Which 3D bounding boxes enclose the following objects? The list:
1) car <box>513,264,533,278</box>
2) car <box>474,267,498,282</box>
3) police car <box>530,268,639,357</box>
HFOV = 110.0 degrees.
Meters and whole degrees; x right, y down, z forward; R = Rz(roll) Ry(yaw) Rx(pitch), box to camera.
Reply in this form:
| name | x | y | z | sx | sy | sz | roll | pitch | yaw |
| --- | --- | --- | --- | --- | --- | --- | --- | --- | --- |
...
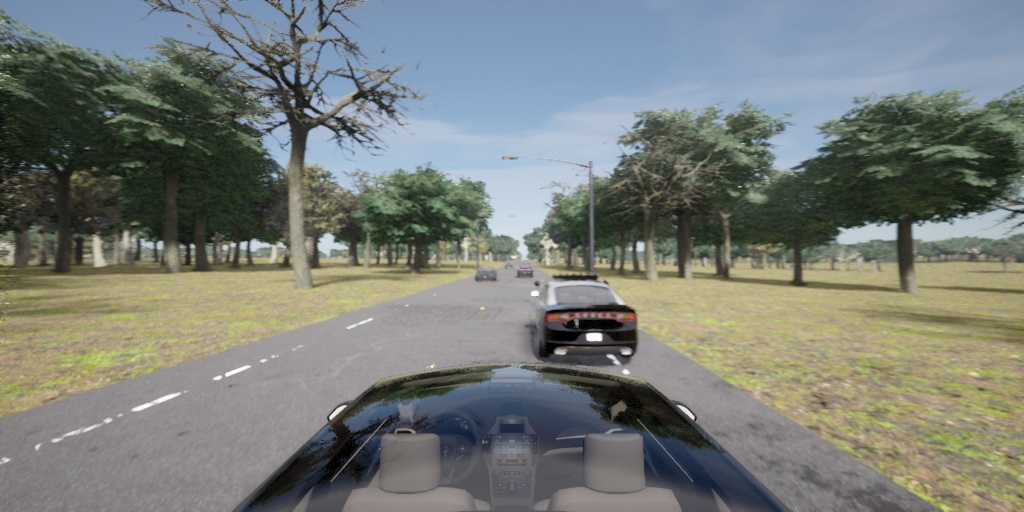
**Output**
| name | x | y | z | sx | sy | sz | roll | pitch | yaw |
| --- | --- | --- | --- | --- | --- | --- | --- | --- | --- |
| car | 1.553 | 1.735 | 41.907 | 2.128 | 1.511 | 4.902 | -1 | -1 | 2 |
| car | -2.395 | 1.746 | 34.462 | 1.994 | 1.385 | 4.181 | -1 | -1 | 2 |
| police car | 1.532 | 1.250 | 8.870 | 1.930 | 1.638 | 5.238 | -1 | -1 | 2 |
